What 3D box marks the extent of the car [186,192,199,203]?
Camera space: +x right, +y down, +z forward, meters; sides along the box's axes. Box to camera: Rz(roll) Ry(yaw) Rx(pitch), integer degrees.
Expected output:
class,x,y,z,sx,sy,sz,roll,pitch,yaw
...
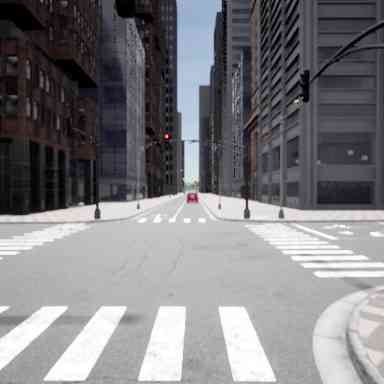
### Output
class,x,y,z,sx,sy,sz,roll,pitch,yaw
car,0.084,1.018,62.890,2.150,2.045,5.566,0,0,0
